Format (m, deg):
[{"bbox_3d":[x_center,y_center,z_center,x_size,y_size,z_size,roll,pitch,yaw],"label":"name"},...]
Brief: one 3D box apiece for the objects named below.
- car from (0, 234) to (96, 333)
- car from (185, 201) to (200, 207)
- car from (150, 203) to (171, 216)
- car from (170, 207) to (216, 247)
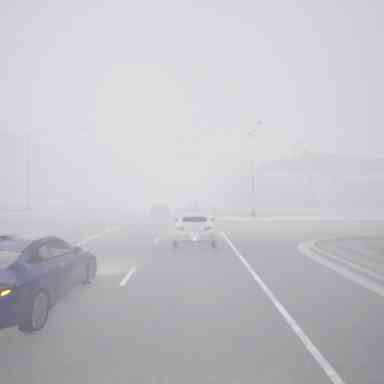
[{"bbox_3d":[-3.400,1.583,6.773,1.812,1.442,4.674,0,0,0],"label":"car"},{"bbox_3d":[0.102,1.899,43.242,2.033,1.411,5.357,0,0,0],"label":"car"},{"bbox_3d":[-3.398,1.860,36.273,1.994,1.385,4.181,0,0,0],"label":"car"},{"bbox_3d":[0.121,1.654,15.628,1.812,1.442,4.674,0,0,0],"label":"car"}]
